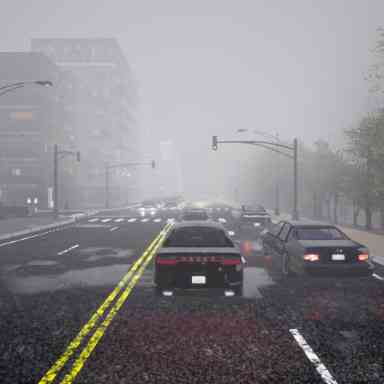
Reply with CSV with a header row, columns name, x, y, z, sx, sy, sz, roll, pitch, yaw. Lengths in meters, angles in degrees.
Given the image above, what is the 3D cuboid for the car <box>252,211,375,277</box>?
name,x,y,z,sx,sy,sz,roll,pitch,yaw
car,3.395,1.548,10.158,2.033,1.411,5.357,0,0,1

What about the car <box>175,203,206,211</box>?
name,x,y,z,sx,sy,sz,roll,pitch,yaw
car,0.190,1.566,19.007,1.994,1.385,4.181,0,0,0

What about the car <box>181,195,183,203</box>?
name,x,y,z,sx,sy,sz,roll,pitch,yaw
car,-3.043,1.526,59.954,1.837,1.490,4.892,0,0,0

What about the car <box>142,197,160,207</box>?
name,x,y,z,sx,sy,sz,roll,pitch,yaw
car,-6.354,1.615,50.115,1.895,1.301,4.718,0,0,0

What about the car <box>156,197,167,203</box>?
name,x,y,z,sx,sy,sz,roll,pitch,yaw
car,-6.181,1.629,68.324,1.895,1.301,4.718,0,0,1

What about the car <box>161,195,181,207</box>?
name,x,y,z,sx,sy,sz,roll,pitch,yaw
car,-3.104,1.562,50.354,2.033,1.411,5.357,0,0,0

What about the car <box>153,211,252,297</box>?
name,x,y,z,sx,sy,sz,roll,pitch,yaw
car,0.140,1.478,8.650,1.882,1.535,5.008,0,0,0

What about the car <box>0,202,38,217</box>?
name,x,y,z,sx,sy,sz,roll,pitch,yaw
car,-18.182,1.723,33.577,4.902,1.511,2.128,-1,0,-1

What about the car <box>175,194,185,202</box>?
name,x,y,z,sx,sy,sz,roll,pitch,yaw
car,-2.873,1.394,79.020,2.097,1.767,4.553,0,0,0

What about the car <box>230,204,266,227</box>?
name,x,y,z,sx,sy,sz,roll,pitch,yaw
car,3.443,1.494,19.910,2.128,1.511,4.902,0,0,0

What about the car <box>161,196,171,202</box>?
name,x,y,z,sx,sy,sz,roll,pitch,yaw
car,-6.127,1.590,78.175,1.994,1.385,4.181,0,0,0
